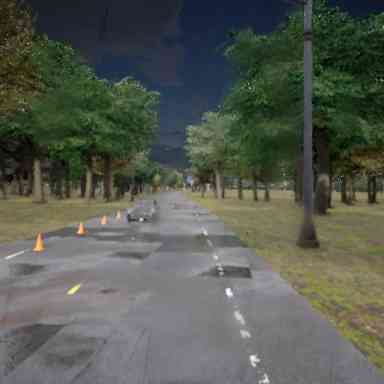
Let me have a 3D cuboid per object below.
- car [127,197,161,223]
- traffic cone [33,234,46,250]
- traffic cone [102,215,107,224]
[{"bbox_3d":[-3.447,1.266,24.542,2.097,1.767,4.553,0,0,-1],"label":"car"},{"bbox_3d":[-5.868,1.910,12.786,0.340,0.580,0.340,0,0,-1],"label":"traffic cone"},{"bbox_3d":[-6.006,1.875,22.763,0.340,0.580,0.340,0,0,-1],"label":"traffic cone"}]
